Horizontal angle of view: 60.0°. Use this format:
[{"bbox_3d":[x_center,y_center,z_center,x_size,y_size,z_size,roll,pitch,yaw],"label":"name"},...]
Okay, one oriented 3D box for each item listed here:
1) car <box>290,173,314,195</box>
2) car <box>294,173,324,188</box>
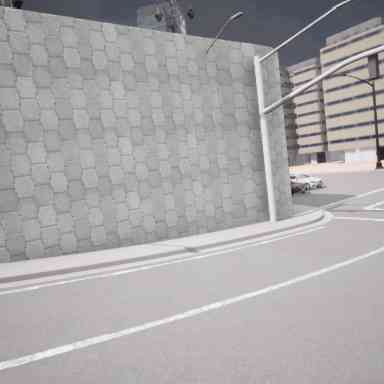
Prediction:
[{"bbox_3d":[7.356,-0.459,27.865,1.812,1.442,4.674,-10,6,-35],"label":"car"},{"bbox_3d":[9.708,-0.975,30.508,1.812,1.442,4.674,-10,6,-35],"label":"car"}]
